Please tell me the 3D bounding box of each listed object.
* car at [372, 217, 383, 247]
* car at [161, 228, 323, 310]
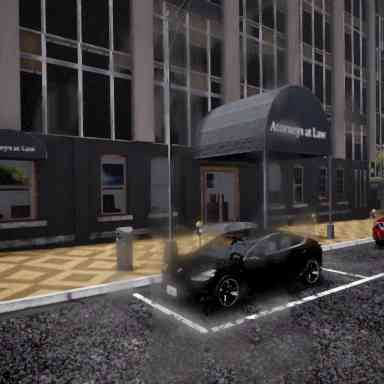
[{"bbox_3d":[9.615,1.310,14.030,5.009,1.841,2.192,0,-1,-37],"label":"car"},{"bbox_3d":[1.342,1.564,7.824,4.313,1.339,1.947,0,-1,-37],"label":"car"}]
